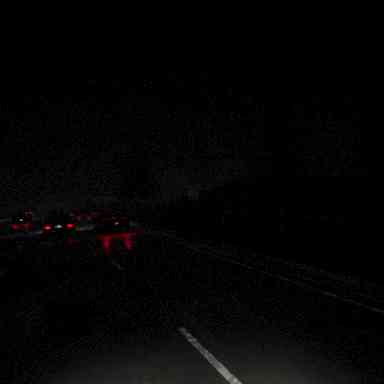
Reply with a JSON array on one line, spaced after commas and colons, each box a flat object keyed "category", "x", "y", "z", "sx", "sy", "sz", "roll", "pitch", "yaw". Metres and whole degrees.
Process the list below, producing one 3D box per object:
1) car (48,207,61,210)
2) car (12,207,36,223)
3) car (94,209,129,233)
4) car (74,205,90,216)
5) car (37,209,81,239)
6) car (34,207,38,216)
[{"category": "car", "x": -18.957, "y": 2.772, "z": 46.225, "sx": 1.812, "sy": 1.442, "sz": 4.674, "roll": -2, "pitch": -1, "yaw": -21}, {"category": "car", "x": -19.266, "y": 2.776, "z": 37.897, "sx": 1.895, "sy": 1.301, "sz": 4.718, "roll": -2, "pitch": -1, "yaw": -23}, {"category": "car", "x": -5.891, "y": 1.962, "z": 24.016, "sx": 1.882, "sy": 1.535, "sz": 5.008, "roll": -2, "pitch": -1, "yaw": -23}, {"category": "car", "x": -15.750, "y": 2.653, "z": 47.618, "sx": 1.812, "sy": 1.442, "sz": 4.674, "roll": -2, "pitch": -1, "yaw": -25}, {"category": "car", "x": -8.650, "y": 2.121, "z": 21.559, "sx": 2.033, "sy": 1.411, "sz": 5.357, "roll": -2, "pitch": -1, "yaw": -23}, {"category": "car", "x": -25.563, "y": 3.091, "z": 52.964, "sx": 1.837, "sy": 1.490, "sz": 4.892, "roll": -2, "pitch": -1, "yaw": -23}]
